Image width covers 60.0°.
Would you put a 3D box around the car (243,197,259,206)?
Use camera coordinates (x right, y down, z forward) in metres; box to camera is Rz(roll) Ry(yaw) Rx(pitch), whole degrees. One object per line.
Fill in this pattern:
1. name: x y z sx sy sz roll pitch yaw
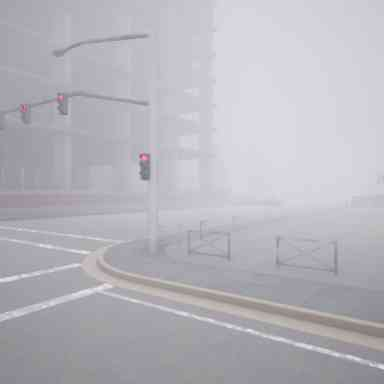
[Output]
1. car: 10.090 1.511 54.996 1.812 1.442 4.674 0 0 35

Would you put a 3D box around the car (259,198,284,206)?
1. car: 12.929 1.608 52.949 1.895 1.301 4.718 0 0 35
